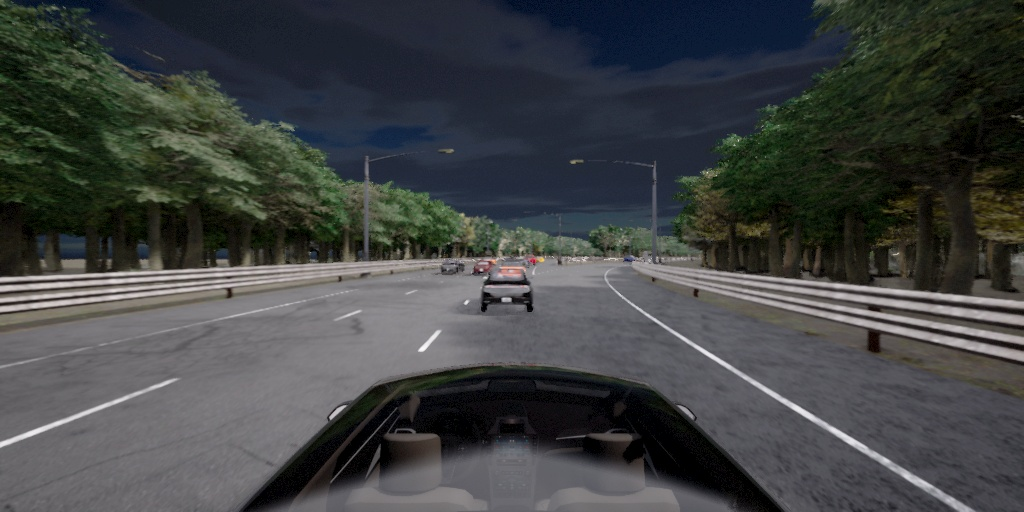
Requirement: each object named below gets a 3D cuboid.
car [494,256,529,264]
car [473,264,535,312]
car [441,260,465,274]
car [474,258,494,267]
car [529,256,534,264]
[{"bbox_3d":[0.054,1.073,27.390,2.097,1.767,4.553,0,0,2],"label":"car"},{"bbox_3d":[-0.172,1.235,14.286,2.128,1.511,4.902,0,0,0],"label":"car"},{"bbox_3d":[-6.385,1.153,39.151,2.128,1.511,4.902,0,0,4],"label":"car"},{"bbox_3d":[-2.921,1.203,38.060,1.812,1.442,4.674,0,0,3],"label":"car"},{"bbox_3d":[1.945,1.202,56.692,2.033,1.411,5.357,0,0,6],"label":"car"}]
